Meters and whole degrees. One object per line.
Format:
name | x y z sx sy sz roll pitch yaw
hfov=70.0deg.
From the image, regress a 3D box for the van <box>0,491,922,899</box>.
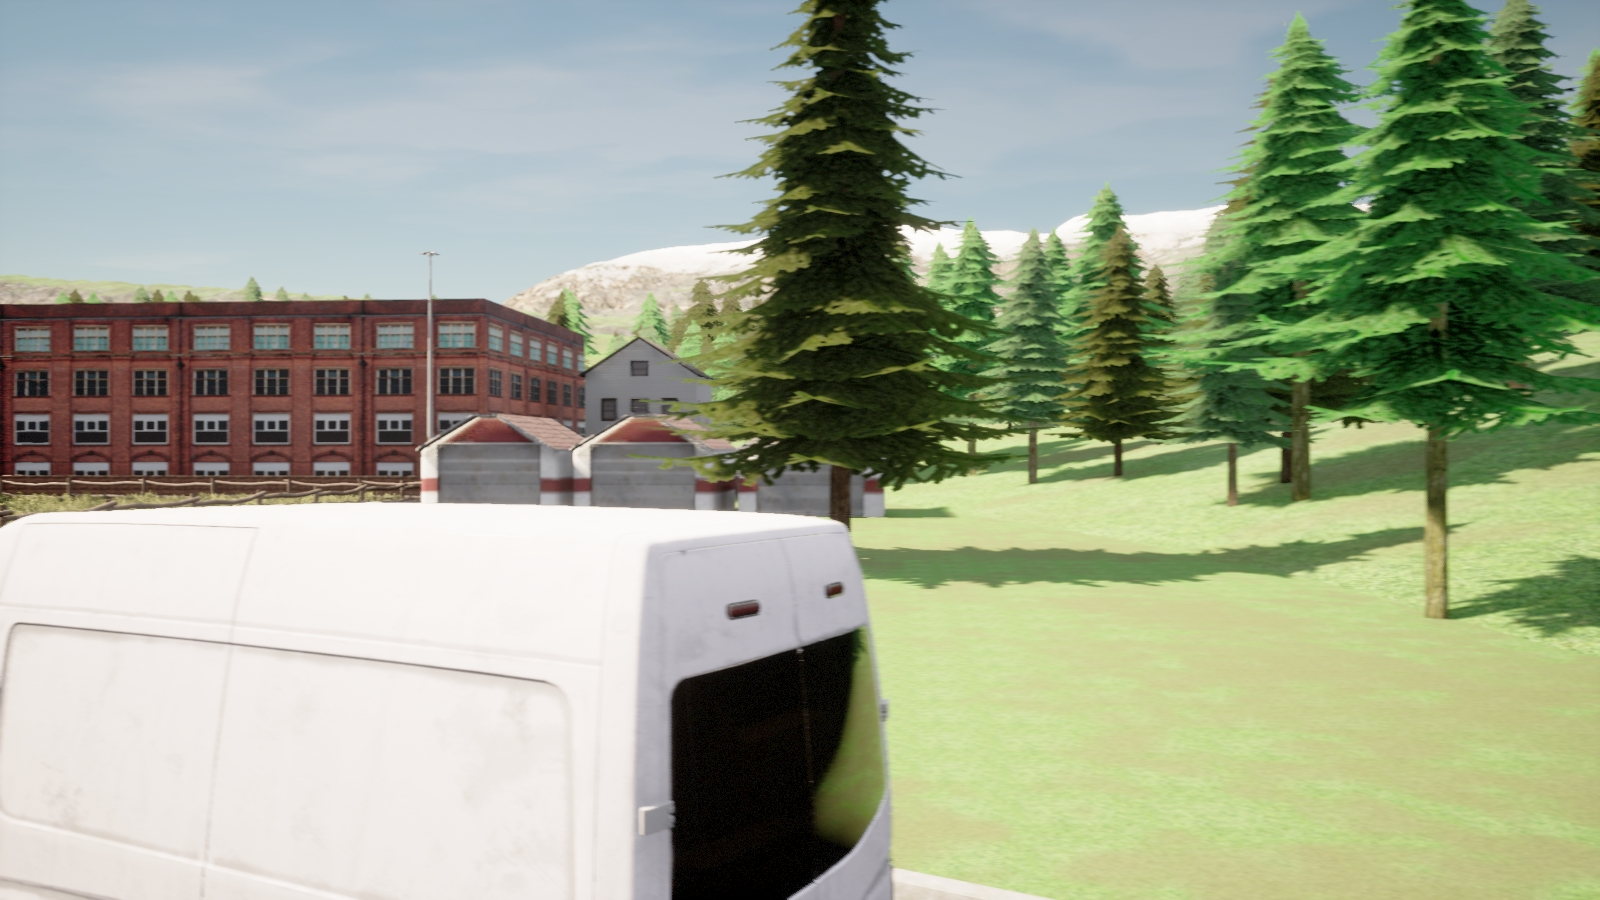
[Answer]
van | -2.569 1.537 5.351 5.915 2.561 1.988 0 -1 28
